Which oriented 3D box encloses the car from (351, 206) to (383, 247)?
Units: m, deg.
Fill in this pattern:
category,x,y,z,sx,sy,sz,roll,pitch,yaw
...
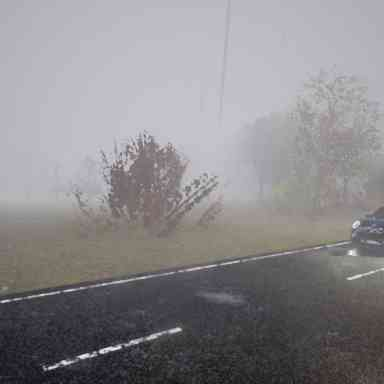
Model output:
category,x,y,z,sx,sy,sz,roll,pitch,yaw
car,8.734,1.346,14.143,4.553,1.767,2.097,0,0,-36
